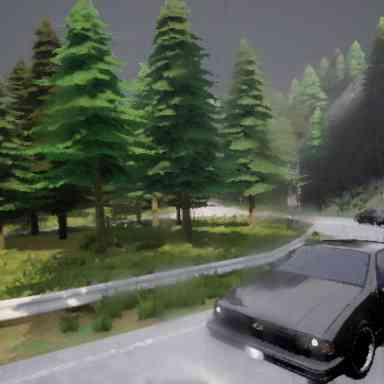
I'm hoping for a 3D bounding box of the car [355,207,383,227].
[{"bbox_3d":[14.110,1.814,25.230,1.994,1.385,4.181,-4,-2,1],"label":"car"}]

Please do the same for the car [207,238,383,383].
[{"bbox_3d":[2.710,1.573,5.807,5.357,1.411,2.033,1,-1,-42],"label":"car"}]
